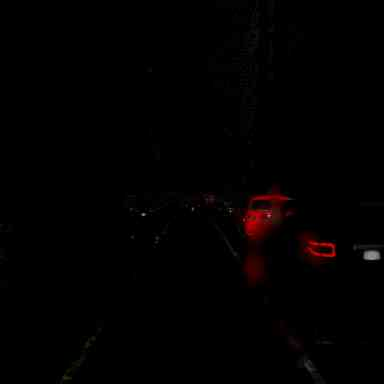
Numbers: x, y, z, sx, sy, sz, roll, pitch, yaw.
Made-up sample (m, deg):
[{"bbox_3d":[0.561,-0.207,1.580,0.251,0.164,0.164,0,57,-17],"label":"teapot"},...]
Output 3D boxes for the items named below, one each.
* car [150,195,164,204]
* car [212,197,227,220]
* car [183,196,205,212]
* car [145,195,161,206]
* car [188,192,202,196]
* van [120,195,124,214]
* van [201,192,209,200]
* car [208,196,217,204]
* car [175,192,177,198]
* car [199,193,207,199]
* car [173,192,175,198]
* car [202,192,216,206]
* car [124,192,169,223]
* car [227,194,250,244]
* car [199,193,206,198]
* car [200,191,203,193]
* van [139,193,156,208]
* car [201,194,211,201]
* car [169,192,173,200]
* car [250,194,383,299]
[{"bbox_3d":[-5.651,1.208,54.077,1.947,1.339,4.313,0,0,0],"label":"car"},{"bbox_3d":[2.863,1.380,25.836,2.008,1.369,4.403,0,0,0],"label":"car"},{"bbox_3d":[0.091,1.368,35.120,1.895,1.301,4.718,0,0,0],"label":"car"},{"bbox_3d":[-5.653,1.205,48.257,1.752,1.417,4.829,0,0,0],"label":"car"},{"bbox_3d":[0.067,1.199,46.379,1.837,1.490,4.892,0,1,0],"label":"car"},{"bbox_3d":[-5.661,1.132,31.480,1.690,1.788,3.998,0,0,0],"label":"van"},{"bbox_3d":[2.882,0.837,76.670,1.690,1.788,3.998,0,0,0],"label":"van"},{"bbox_3d":[2.865,1.342,31.485,2.008,1.369,4.403,0,0,0],"label":"car"},{"bbox_3d":[-5.637,0.975,87.968,2.008,1.369,4.403,0,0,0],"label":"car"},{"bbox_3d":[2.888,0.969,87.968,1.887,1.381,4.507,0,0,0],"label":"car"},{"bbox_3d":[-5.641,1.041,76.671,1.887,1.381,4.507,0,0,0],"label":"car"},{"bbox_3d":[2.871,1.119,48.429,1.967,1.590,4.097,0,0,0],"label":"car"},{"bbox_3d":[-3.089,1.063,23.955,2.150,2.045,5.566,0,0,0],"label":"car"},{"bbox_3d":[3.112,1.119,15.428,2.150,2.045,5.566,0,0,0],"label":"car"},{"bbox_3d":[2.890,0.954,93.617,1.947,1.339,4.313,0,0,0],"label":"car"},{"bbox_3d":[2.876,1.045,59.726,1.967,1.590,4.097,0,0,0],"label":"car"},{"bbox_3d":[-5.657,1.057,42.777,1.690,1.788,3.998,0,0,0],"label":"van"},{"bbox_3d":[2.881,1.077,71.023,1.887,1.381,4.507,0,0,0],"label":"car"},{"bbox_3d":[-5.644,1.098,71.022,1.947,1.339,4.313,0,0,0],"label":"car"},{"bbox_3d":[3.109,1.173,8.429,2.150,2.045,5.566,0,0,0],"label":"car"}]
